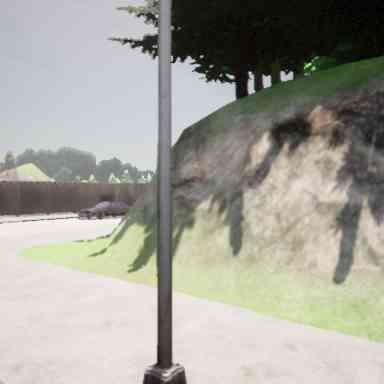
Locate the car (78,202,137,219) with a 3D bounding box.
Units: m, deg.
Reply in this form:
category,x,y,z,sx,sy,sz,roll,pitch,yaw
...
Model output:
category,x,y,z,sx,sy,sz,roll,pitch,yaw
car,-7.235,1.545,29.141,2.033,1.411,5.357,0,0,36
